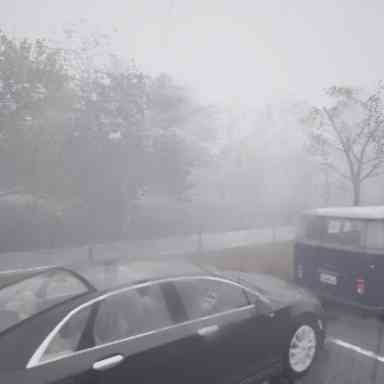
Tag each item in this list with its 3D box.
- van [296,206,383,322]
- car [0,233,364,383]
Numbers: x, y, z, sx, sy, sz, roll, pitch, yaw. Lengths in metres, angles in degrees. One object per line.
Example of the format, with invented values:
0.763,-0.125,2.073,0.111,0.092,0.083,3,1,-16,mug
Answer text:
4.224,1.281,7.063,4.442,1.987,1.878,0,0,-33,van
-0.408,1.481,3.767,4.892,1.521,2.231,-1,0,-37,car
